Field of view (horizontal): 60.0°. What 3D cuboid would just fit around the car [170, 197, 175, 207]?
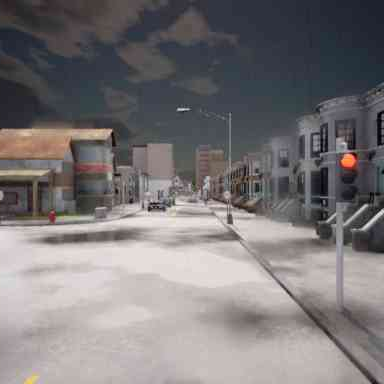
[{"bbox_3d":[-4.032,1.520,49.433,1.837,1.490,4.892,0,0,0],"label":"car"}]

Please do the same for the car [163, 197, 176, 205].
[{"bbox_3d":[-3.983,1.565,59.883,2.033,1.411,5.357,0,0,1],"label":"car"}]

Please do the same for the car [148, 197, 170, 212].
[{"bbox_3d":[-4.056,1.576,39.488,1.994,1.385,4.181,0,0,0],"label":"car"}]

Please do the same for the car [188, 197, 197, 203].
[{"bbox_3d":[0.134,1.712,73.306,2.033,1.411,5.357,0,0,0],"label":"car"}]
